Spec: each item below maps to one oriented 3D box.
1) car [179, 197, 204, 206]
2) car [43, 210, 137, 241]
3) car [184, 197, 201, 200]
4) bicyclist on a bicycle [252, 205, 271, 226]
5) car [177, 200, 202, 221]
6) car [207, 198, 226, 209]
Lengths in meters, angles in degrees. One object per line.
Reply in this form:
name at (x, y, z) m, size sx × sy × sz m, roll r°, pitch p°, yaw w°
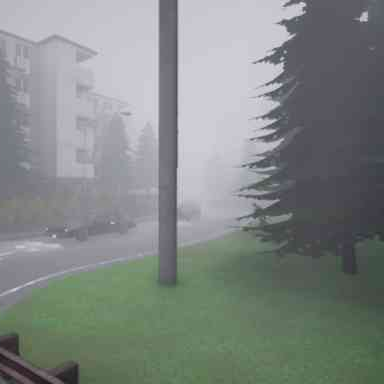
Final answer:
car at (-0.118, 1.621, 57.773) m, size 2.128 × 1.511 × 4.902 m, roll 0°, pitch 0°, yaw -33°
car at (-5.245, 1.703, 18.118) m, size 2.033 × 1.411 × 5.357 m, roll 0°, pitch 0°, yaw 29°
car at (-0.108, 1.644, 48.717) m, size 1.837 × 1.490 × 4.892 m, roll 0°, pitch -1°, yaw -14°
bicyclist on a bicycle at (4.039, 1.487, 20.427) m, size 1.656 × 1.620 × 0.582 m, roll -3°, pitch 1°, yaw 23°
car at (-0.547, 1.700, 29.245) m, size 2.033 × 1.411 × 5.357 m, roll 0°, pitch 0°, yaw 16°
car at (3.510, 1.646, 48.283) m, size 1.837 × 1.490 × 4.892 m, roll 0°, pitch 0°, yaw -13°
